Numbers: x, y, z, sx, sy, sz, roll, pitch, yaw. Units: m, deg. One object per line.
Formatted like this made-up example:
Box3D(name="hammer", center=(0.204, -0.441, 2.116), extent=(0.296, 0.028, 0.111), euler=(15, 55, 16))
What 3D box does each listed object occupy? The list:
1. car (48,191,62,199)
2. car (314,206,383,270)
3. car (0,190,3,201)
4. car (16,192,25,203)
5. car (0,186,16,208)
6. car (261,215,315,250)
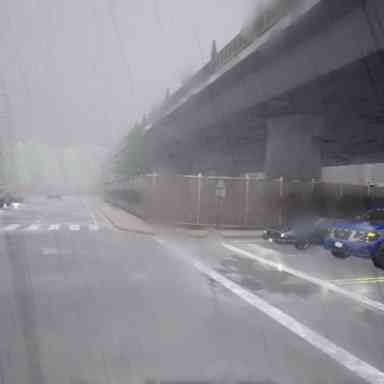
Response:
Box3D(name="car", center=(-25.054, 0.561, 60.762), extent=(1.994, 1.385, 4.181), euler=(2, 0, -16))
Box3D(name="car", center=(7.559, 1.525, 12.113), extent=(5.566, 2.045, 2.150), euler=(2, 0, -19))
Box3D(name="car", center=(-27.035, 0.423, 44.641), extent=(1.837, 1.490, 4.892), euler=(2, 0, -18))
Box3D(name="car", center=(-22.449, 0.665, 42.130), extent=(1.994, 1.385, 4.181), euler=(2, 0, -18))
Box3D(name="car", center=(-19.262, 0.449, 32.674), extent=(2.150, 2.045, 5.566), euler=(2, 0, -19))
Box3D(name="car", center=(5.920, 1.785, 15.249), extent=(5.357, 1.411, 2.033), euler=(2, 0, -19))
